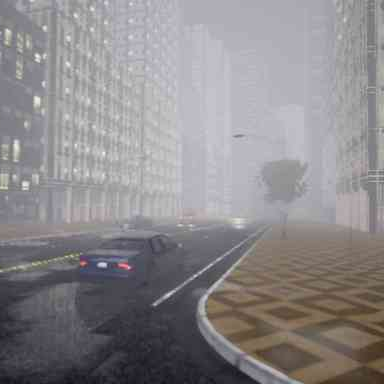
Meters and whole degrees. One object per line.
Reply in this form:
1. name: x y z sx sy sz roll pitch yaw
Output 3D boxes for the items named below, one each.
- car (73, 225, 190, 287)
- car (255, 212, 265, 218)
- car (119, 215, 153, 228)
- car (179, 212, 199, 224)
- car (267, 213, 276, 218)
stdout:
1. car: -1.614 2.045 10.915 2.033 1.411 5.357 0 -3 16
2. car: 18.525 6.365 92.054 1.837 1.490 4.892 0 -3 16
3. car: -5.442 3.063 33.067 2.128 1.511 4.902 0 -3 16
4. car: -0.401 3.864 50.115 2.097 1.767 4.553 0 -3 16
5. car: 21.741 6.438 91.474 1.994 1.385 4.181 0 -3 16
